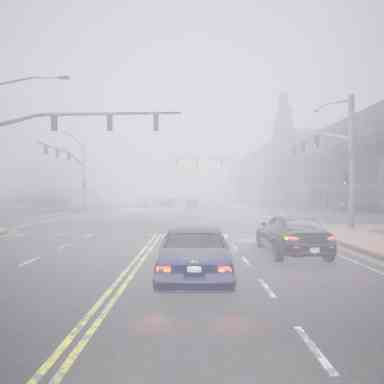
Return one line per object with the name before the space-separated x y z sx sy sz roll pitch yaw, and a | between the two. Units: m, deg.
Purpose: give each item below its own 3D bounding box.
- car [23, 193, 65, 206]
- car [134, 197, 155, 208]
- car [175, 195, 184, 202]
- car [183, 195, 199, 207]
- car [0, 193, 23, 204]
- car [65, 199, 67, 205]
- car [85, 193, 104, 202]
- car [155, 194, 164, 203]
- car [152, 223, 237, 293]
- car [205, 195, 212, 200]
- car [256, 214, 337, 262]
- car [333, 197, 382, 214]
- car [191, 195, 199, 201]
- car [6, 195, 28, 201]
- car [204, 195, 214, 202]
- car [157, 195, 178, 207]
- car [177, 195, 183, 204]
car | -21.471 1.148 48.391 4.605 1.855 1.932 0 0 0
car | -7.226 1.485 48.792 2.128 1.511 4.902 0 0 1
car | -2.923 1.469 77.863 1.837 1.490 4.892 0 0 2
car | 0.007 1.472 50.649 1.882 1.535 5.008 0 0 1
car | -38.960 1.145 70.899 4.605 1.855 1.932 0 0 0
car | -21.415 1.150 51.285 3.866 1.878 1.905 0 0 0
car | -21.440 1.148 70.909 3.866 1.878 1.905 0 0 0
car | -6.884 1.557 62.369 1.994 1.385 4.181 0 0 2
car | 0.060 1.546 8.963 2.033 1.411 5.357 0 0 0
car | 4.359 1.460 88.527 1.994 1.385 4.181 0 0 2
car | 3.566 1.524 11.954 1.812 1.442 4.674 0 0 0
car | 17.383 1.348 35.208 4.553 1.767 2.097 0 0 0
car | 0.787 1.514 85.823 1.812 1.442 4.674 0 0 2
car | -38.895 1.355 73.795 3.905 1.438 1.784 0 0 0
car | 4.102 1.540 78.736 1.994 1.385 4.181 0 0 2
car | -3.687 1.595 50.885 1.895 1.301 4.718 0 0 1
car | -3.370 1.557 62.830 1.994 1.385 4.181 0 0 2
